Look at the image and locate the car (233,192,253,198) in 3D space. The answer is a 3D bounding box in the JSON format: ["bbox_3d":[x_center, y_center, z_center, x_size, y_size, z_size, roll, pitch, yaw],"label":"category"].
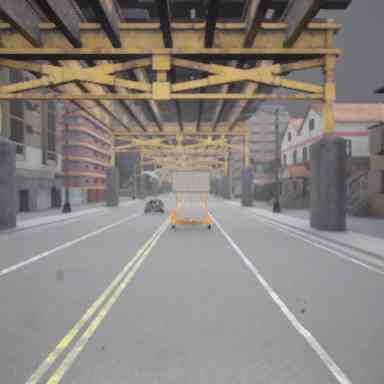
[{"bbox_3d":[13.346,0.799,87.093,4.974,1.542,2.038,0,1,25],"label":"car"}]

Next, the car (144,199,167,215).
[{"bbox_3d":[-3.685,1.463,33.656,1.812,1.442,4.674,0,0,0],"label":"car"}]

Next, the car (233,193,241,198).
[{"bbox_3d":[13.031,0.853,82.934,4.974,1.542,2.038,0,1,-20],"label":"car"}]

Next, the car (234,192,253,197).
[{"bbox_3d":[13.393,0.641,87.070,4.536,1.218,1.853,0,1,25],"label":"car"}]

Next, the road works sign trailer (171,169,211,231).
[{"bbox_3d":[-0.044,0.429,20.110,2.380,3.560,2.880,0,0,0],"label":"road works sign trailer"}]
